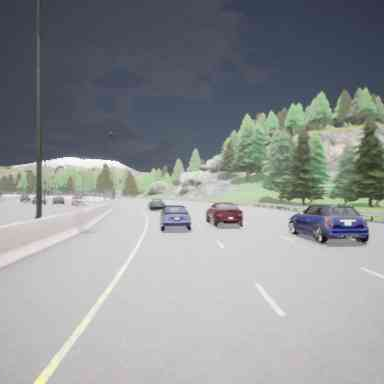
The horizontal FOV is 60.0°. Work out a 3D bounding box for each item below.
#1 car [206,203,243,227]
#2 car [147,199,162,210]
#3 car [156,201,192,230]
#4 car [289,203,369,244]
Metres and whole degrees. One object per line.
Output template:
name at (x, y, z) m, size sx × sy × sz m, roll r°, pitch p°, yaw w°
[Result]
car at (2.150, 1.476, 23.158) m, size 1.882 × 1.535 × 5.008 m, roll 0°, pitch 0°, yaw -6°
car at (-4.513, 1.571, 42.160) m, size 1.994 × 1.385 × 4.181 m, roll 0°, pitch 0°, yaw -12°
car at (-1.122, 1.550, 21.281) m, size 2.033 × 1.411 × 5.357 m, roll 0°, pitch 0°, yaw -6°
car at (6.360, 1.346, 16.005) m, size 2.097 × 1.767 × 4.553 m, roll 0°, pitch 0°, yaw -4°
